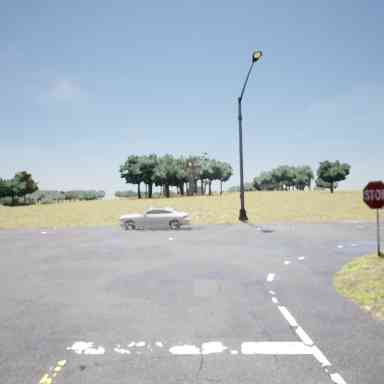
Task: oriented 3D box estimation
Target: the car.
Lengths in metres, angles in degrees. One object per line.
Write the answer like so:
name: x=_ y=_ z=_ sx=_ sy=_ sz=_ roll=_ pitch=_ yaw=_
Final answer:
car: x=-2.383 y=1.724 z=21.747 sx=4.674 sy=1.442 sz=1.812 roll=0 pitch=-1 yaw=-1
